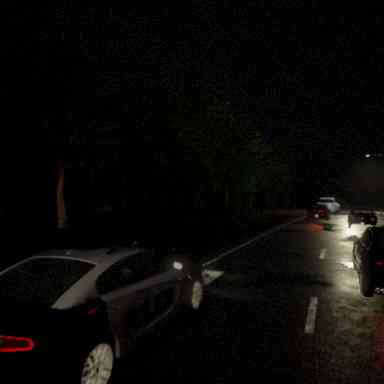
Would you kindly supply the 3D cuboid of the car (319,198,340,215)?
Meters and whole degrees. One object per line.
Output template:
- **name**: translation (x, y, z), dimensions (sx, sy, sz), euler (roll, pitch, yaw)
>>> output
- **car**: translation (16.934, 1.737, 41.180), dimensions (2.150, 2.045, 5.566), euler (-1, -1, 30)

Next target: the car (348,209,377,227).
- **car**: translation (12.969, 1.931, 25.401), dimensions (1.895, 1.301, 4.718), euler (0, -1, 26)

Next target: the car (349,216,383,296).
- **car**: translation (5.278, 1.633, 8.579), dimensions (1.837, 1.490, 4.892), euler (0, 0, 23)

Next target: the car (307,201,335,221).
- **car**: translation (12.249, 1.913, 31.834), dimensions (1.837, 1.490, 4.892), euler (-1, -1, 27)

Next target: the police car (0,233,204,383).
- **police car**: translation (-1.311, 1.509, 5.437), dimensions (1.930, 1.638, 5.238), euler (0, -1, 22)
